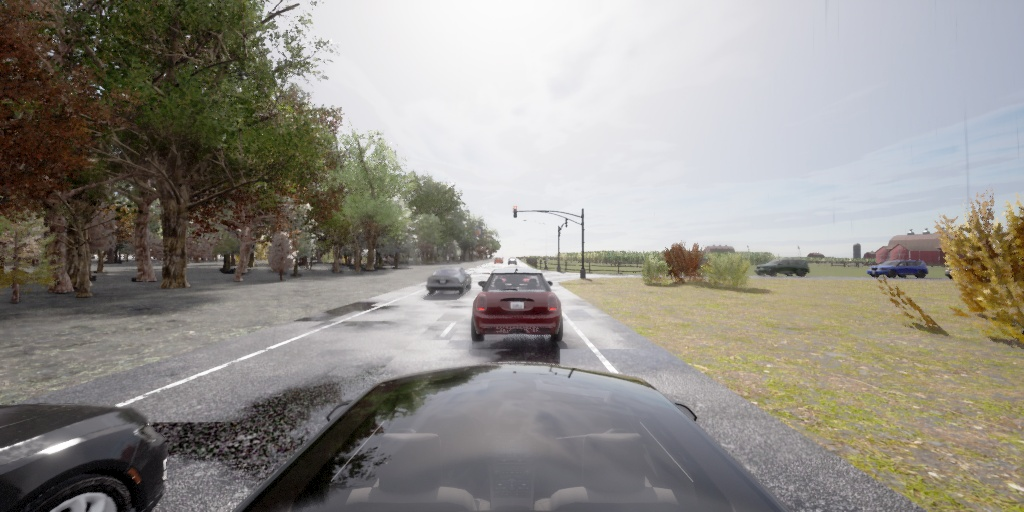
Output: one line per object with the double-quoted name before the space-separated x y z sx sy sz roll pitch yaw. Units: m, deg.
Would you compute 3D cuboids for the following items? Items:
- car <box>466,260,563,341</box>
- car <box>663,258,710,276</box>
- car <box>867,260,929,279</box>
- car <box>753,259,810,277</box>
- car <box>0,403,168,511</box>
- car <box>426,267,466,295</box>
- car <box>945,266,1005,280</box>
"car" 0.106 1.104 9.987 2.097 1.767 4.553 0 0 0
"car" 19.962 1.247 41.378 5.566 2.045 2.150 1 -1 0
"car" 44.305 1.510 41.218 5.566 2.045 2.150 0 -1 -1
"car" 31.049 1.368 41.313 5.566 2.045 2.150 1 -1 0
"car" -3.403 1.254 0.540 1.837 1.490 4.892 0 0 0
"car" -3.376 1.302 19.995 2.033 1.411 5.357 0 0 0
"car" 48.554 1.768 37.572 4.902 1.511 2.128 1 -1 1
